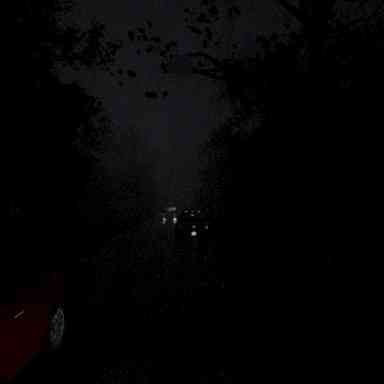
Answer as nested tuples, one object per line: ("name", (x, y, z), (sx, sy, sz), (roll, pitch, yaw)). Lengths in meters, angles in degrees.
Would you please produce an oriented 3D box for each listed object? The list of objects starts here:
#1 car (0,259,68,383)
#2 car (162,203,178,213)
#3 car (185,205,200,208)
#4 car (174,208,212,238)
("car", (-2.838, 1.566, 3.525), (1.812, 1.442, 4.674), (0, -1, 0))
("car", (-2.959, 2.194, 45.631), (1.895, 1.301, 4.718), (0, -1, 0))
("car", (0.036, 2.005, 34.858), (1.895, 1.301, 4.718), (0, -1, 0))
("car", (0.087, 1.812, 18.888), (1.895, 1.301, 4.718), (0, -1, 0))
